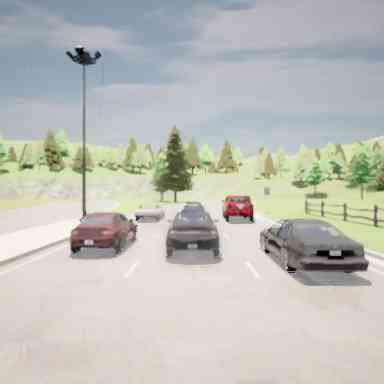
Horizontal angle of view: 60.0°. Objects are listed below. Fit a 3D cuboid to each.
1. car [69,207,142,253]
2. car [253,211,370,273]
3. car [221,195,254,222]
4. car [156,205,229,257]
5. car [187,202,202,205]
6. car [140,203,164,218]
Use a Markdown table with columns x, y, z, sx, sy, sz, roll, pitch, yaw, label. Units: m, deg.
| x | y | z | sx | sy | sz | roll | pitch | yaw | label |
| --- | --- | --- | --- | --- | --- | --- | --- | --- | --- |
| -3.448 | 1.521 | 13.499 | 1.812 | 1.442 | 4.674 | 0 | 0 | 1 | car |
| 3.523 | 1.544 | 10.647 | 2.033 | 1.411 | 5.357 | 0 | 0 | 0 | car |
| 3.627 | 1.214 | 26.717 | 2.150 | 2.045 | 5.566 | 0 | 0 | 2 | car |
| 0.045 | 1.488 | 12.818 | 2.128 | 1.511 | 4.902 | 0 | 0 | 1 | car |
| 0.200 | 1.555 | 28.128 | 1.994 | 1.385 | 4.181 | 0 | 0 | 3 | car |
| -3.346 | 1.592 | 27.214 | 1.895 | 1.301 | 4.718 | 0 | 0 | 2 | car |
